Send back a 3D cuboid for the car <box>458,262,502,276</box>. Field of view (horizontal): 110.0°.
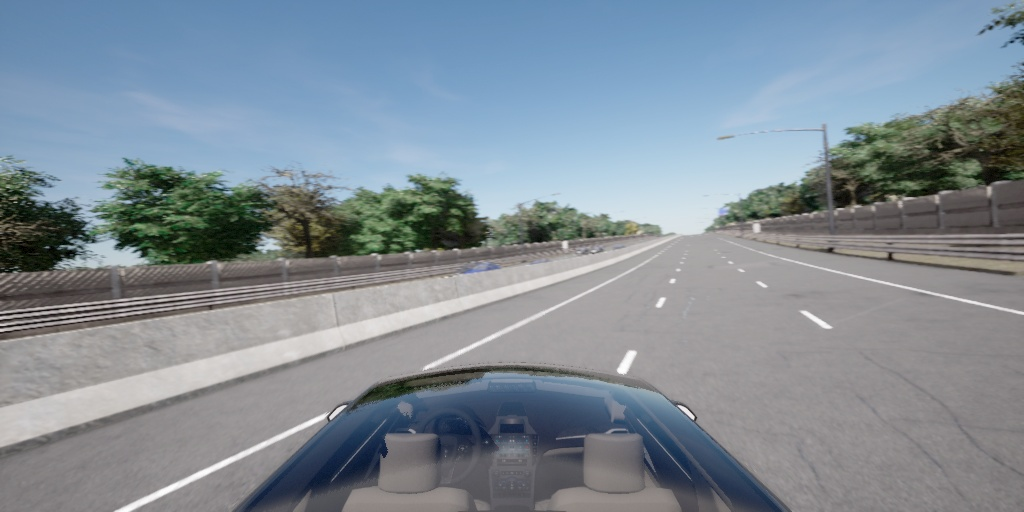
[{"bbox_3d":[-2.482,1.401,32.313,1.812,1.442,4.674,-5,1,27],"label":"car"}]

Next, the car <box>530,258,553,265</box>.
[{"bbox_3d":[2.925,0.944,35.176,1.994,1.385,4.181,-5,1,28],"label":"car"}]

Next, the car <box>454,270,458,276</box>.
[{"bbox_3d":[-4.031,1.465,36.957,1.837,1.490,4.892,-5,1,27],"label":"car"}]
